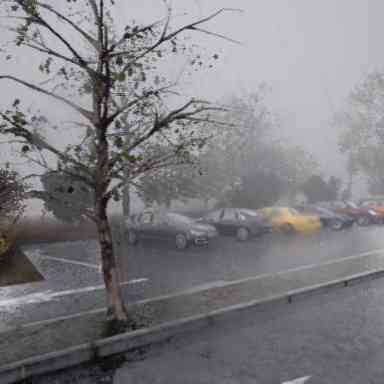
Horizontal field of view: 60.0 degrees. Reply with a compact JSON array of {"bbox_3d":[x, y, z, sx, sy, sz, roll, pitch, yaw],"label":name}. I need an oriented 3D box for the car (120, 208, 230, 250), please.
[{"bbox_3d":[-1.112,1.604,14.853,4.892,1.521,2.231,-2,-1,36],"label":"car"}]

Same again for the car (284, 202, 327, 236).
[{"bbox_3d":[4.386,1.527,18.719,5.366,1.575,1.946,-2,-1,36],"label":"car"}]

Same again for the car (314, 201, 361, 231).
[{"bbox_3d":[7.387,1.514,20.482,4.792,1.488,2.163,-2,-1,36],"label":"car"}]

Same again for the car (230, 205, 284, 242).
[{"bbox_3d":[1.719,1.566,16.726,4.892,1.521,2.231,-2,-1,36],"label":"car"}]

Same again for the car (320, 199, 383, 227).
[{"bbox_3d":[10.156,1.321,22.400,4.553,1.767,2.185,-2,-1,36],"label":"car"}]
